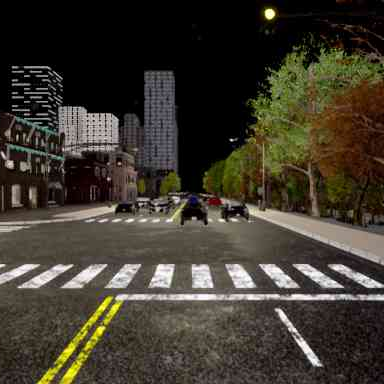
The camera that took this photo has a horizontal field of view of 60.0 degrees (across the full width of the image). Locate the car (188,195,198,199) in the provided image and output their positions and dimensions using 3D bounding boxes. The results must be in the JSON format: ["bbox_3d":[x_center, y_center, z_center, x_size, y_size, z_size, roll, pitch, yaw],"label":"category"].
[{"bbox_3d":[0.197,1.504,50.308,1.812,1.442,4.674,0,0,0],"label":"car"}]

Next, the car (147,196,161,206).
[{"bbox_3d":[-6.439,1.501,56.864,1.812,1.442,4.674,0,0,1],"label":"car"}]

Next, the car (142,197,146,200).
[{"bbox_3d":[-6.505,1.474,44.045,2.128,1.511,4.902,0,0,0],"label":"car"}]

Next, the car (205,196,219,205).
[{"bbox_3d":[3.448,1.456,50.804,1.882,1.535,5.008,0,0,0],"label":"car"}]

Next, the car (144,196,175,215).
[{"bbox_3d":[-3.275,1.478,34.270,2.128,1.511,4.902,0,0,0],"label":"car"}]

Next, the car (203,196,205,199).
[{"bbox_3d":[3.397,1.519,74.402,1.994,1.385,4.181,0,0,0],"label":"car"}]

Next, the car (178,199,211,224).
[{"bbox_3d":[0.147,1.497,24.415,1.837,1.490,4.892,0,0,0],"label":"car"}]

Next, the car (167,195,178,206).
[{"bbox_3d":[-3.248,1.487,44.511,1.837,1.490,4.892,0,0,0],"label":"car"}]

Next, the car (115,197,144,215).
[{"bbox_3d":[-6.527,1.551,33.962,1.994,1.385,4.181,0,0,0],"label":"car"}]

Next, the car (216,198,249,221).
[{"bbox_3d":[3.401,1.482,26.841,2.128,1.511,4.902,0,0,0],"label":"car"}]

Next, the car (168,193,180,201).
[{"bbox_3d":[-3.210,1.190,56.024,2.150,2.045,5.566,0,1,0],"label":"car"}]

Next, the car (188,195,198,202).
[{"bbox_3d":[0.143,1.490,74.239,2.128,1.511,4.902,0,0,0],"label":"car"}]
